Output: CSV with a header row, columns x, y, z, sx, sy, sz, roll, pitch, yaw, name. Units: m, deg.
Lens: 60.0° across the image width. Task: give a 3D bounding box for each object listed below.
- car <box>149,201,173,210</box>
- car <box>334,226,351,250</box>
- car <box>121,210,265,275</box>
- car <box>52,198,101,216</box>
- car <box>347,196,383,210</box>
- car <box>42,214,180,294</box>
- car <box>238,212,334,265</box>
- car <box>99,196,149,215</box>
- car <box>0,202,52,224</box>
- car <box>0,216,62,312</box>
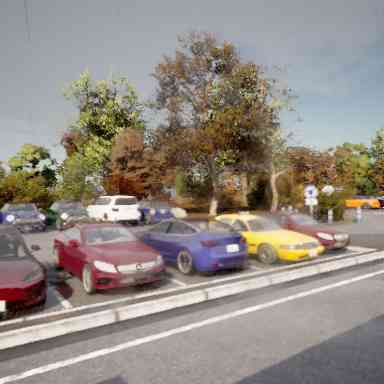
x,y,z,sx,sy,sz,roll,pitch,yaw,name
-3.228,1.410,24.708,2.185,1.767,4.553,0,0,-35,car
4.183,1.576,13.985,2.002,1.452,4.674,0,-1,-35,car
-0.252,1.563,10.862,2.163,1.488,4.792,0,0,-35,car
-7.913,1.408,21.467,2.185,1.767,4.553,0,0,-35,car
20.496,1.216,41.105,2.185,1.767,4.553,0,0,-35,car
-2.508,1.572,9.232,2.002,1.452,4.674,0,0,-35,car
2.143,1.532,12.295,1.946,1.575,5.366,0,0,-35,car
-5.536,1.283,23.147,2.435,2.045,5.566,0,0,-35,car
-10.185,1.406,19.858,2.185,1.767,4.553,0,0,-35,car
-4.762,1.561,7.598,2.163,1.488,4.792,0,0,-35,car
